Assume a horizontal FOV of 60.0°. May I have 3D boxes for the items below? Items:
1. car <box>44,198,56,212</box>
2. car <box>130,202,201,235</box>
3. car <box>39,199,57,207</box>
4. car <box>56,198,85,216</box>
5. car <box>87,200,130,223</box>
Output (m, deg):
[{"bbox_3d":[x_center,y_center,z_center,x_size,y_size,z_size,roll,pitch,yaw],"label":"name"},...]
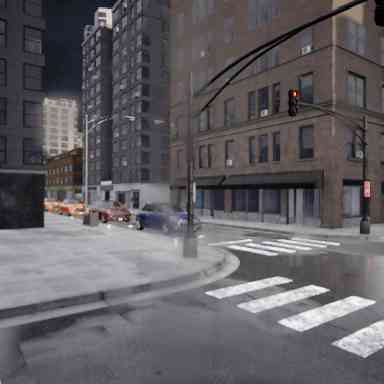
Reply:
[{"bbox_3d":[-17.859,1.559,42.525,2.097,1.767,4.553,0,0,-35],"label":"car"},{"bbox_3d":[-1.465,1.437,19.485,2.097,1.767,4.553,0,0,-38],"label":"car"},{"bbox_3d":[-24.761,1.884,57.205,1.895,1.301,4.718,0,0,-35],"label":"car"},{"bbox_3d":[-12.254,1.518,34.644,2.097,1.767,4.553,0,0,-35],"label":"car"},{"bbox_3d":[-6.660,1.476,26.771,2.097,1.767,4.553,0,0,-35],"label":"car"}]
